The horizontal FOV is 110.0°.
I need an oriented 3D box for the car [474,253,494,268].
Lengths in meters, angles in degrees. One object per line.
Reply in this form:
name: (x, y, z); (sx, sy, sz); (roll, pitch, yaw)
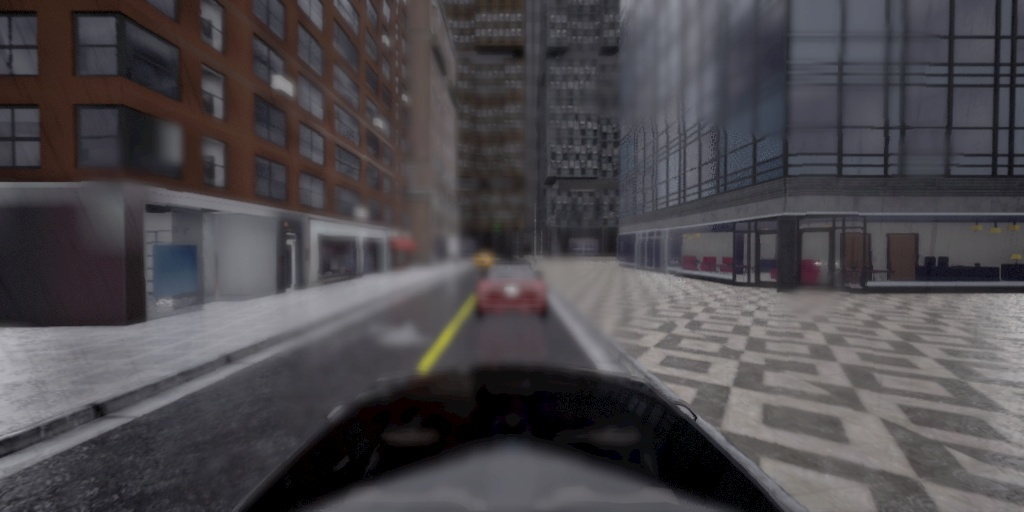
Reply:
car: (-3.213, 0.490, 41.460); (1.882, 1.535, 5.008); (0, 1, 0)

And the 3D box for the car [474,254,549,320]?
car: (0.016, 0.910, 11.881); (2.097, 1.767, 4.553); (0, 1, 0)
